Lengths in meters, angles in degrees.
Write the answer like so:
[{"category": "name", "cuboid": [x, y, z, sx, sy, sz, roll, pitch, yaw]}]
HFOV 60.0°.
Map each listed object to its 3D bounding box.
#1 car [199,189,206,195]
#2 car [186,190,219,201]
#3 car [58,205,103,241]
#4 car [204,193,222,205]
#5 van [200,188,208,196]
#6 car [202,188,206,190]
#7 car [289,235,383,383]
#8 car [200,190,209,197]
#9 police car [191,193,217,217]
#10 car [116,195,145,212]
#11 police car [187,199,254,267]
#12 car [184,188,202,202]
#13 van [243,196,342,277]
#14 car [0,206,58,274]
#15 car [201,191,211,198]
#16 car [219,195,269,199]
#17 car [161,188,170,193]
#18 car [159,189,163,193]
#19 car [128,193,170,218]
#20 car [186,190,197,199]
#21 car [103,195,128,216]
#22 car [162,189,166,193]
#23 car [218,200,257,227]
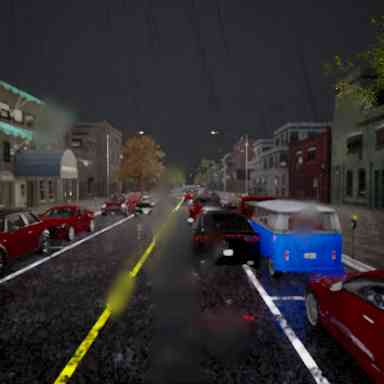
[{"category": "car", "cuboid": [2.637, 0.002, 87.221, 1.752, 1.417, 4.829, -1, 1, 0]}, {"category": "car", "cuboid": [0.825, 0.991, 20.616, 2.097, 1.767, 4.553, 0, 1, -1]}, {"category": "car", "cuboid": [-5.702, 1.284, 14.927, 1.887, 1.381, 4.507, -1, 1, 0]}, {"category": "car", "cuboid": [2.663, 0.820, 42.672, 1.947, 1.339, 4.313, -1, 1, 0]}, {"category": "van", "cuboid": [2.641, 0.015, 75.953, 1.690, 1.788, 3.998, -1, 1, 0]}, {"category": "car", "cuboid": [2.654, 0.376, 53.763, 2.192, 1.841, 5.009, -1, 1, 0]}, {"category": "car", "cuboid": [2.685, 1.512, 3.839, 1.802, 1.307, 4.206, -1, 1, 0]}, {"category": "car", "cuboid": [2.647, 0.293, 70.578, 1.752, 1.417, 4.829, -1, 1, 0]}, {"category": "police car", "cuboid": [0.884, 0.957, 26.769, 1.930, 1.638, 5.238, 0, 1, 0]}, {"category": "car", "cuboid": [-5.711, 0.995, 31.570, 1.887, 1.381, 4.507, -1, 1, 0]}, {"category": "police car", "cuboid": [0.893, 1.235, 10.771, 1.930, 1.638, 5.238, 0, 1, 0]}, {"category": "car", "cuboid": [-0.010, 0.514, 47.984, 2.097, 1.767, 4.553, 0, 1, 0]}, {"category": "van", "cuboid": [2.679, 1.175, 9.383, 1.690, 1.788, 3.998, -1, 1, 0]}, {"category": "car", "cuboid": [-5.700, 1.276, 9.378, 1.967, 1.590, 4.097, -1, 1, 0]}, {"category": "car", "cuboid": [2.650, 0.449, 64.862, 1.802, 1.307, 4.206, -1, 1, 0]}, {"category": "car", "cuboid": [2.676, 1.052, 14.930, 2.192, 1.841, 5.009, -1, 1, 0]}, {"category": "car", "cuboid": [-5.736, 0.088, 70.398, 2.192, 1.841, 5.009, -1, 1, 0]}, {"category": "car", "cuboid": [-5.721, 0.711, 48.212, 2.008, 1.369, 4.403, -1, 1, 0]}, {"category": "car", "cuboid": [-3.112, 1.056, 24.978, 2.128, 1.511, 4.902, 0, 1, 0]}, {"category": "car", "cuboid": [-0.035, 0.454, 62.651, 2.033, 1.411, 5.357, 0, 1, 0]}, {"category": "car", "cuboid": [-5.710, 0.987, 26.020, 1.967, 1.590, 4.097, -1, 1, 0]}, {"category": "car", "cuboid": [-5.724, 0.645, 53.760, 1.802, 1.307, 4.206, -1, 1, 0]}, {"category": "car", "cuboid": [2.675, 1.223, 20.482, 1.802, 1.307, 4.206, -1, 1, 0]}]
